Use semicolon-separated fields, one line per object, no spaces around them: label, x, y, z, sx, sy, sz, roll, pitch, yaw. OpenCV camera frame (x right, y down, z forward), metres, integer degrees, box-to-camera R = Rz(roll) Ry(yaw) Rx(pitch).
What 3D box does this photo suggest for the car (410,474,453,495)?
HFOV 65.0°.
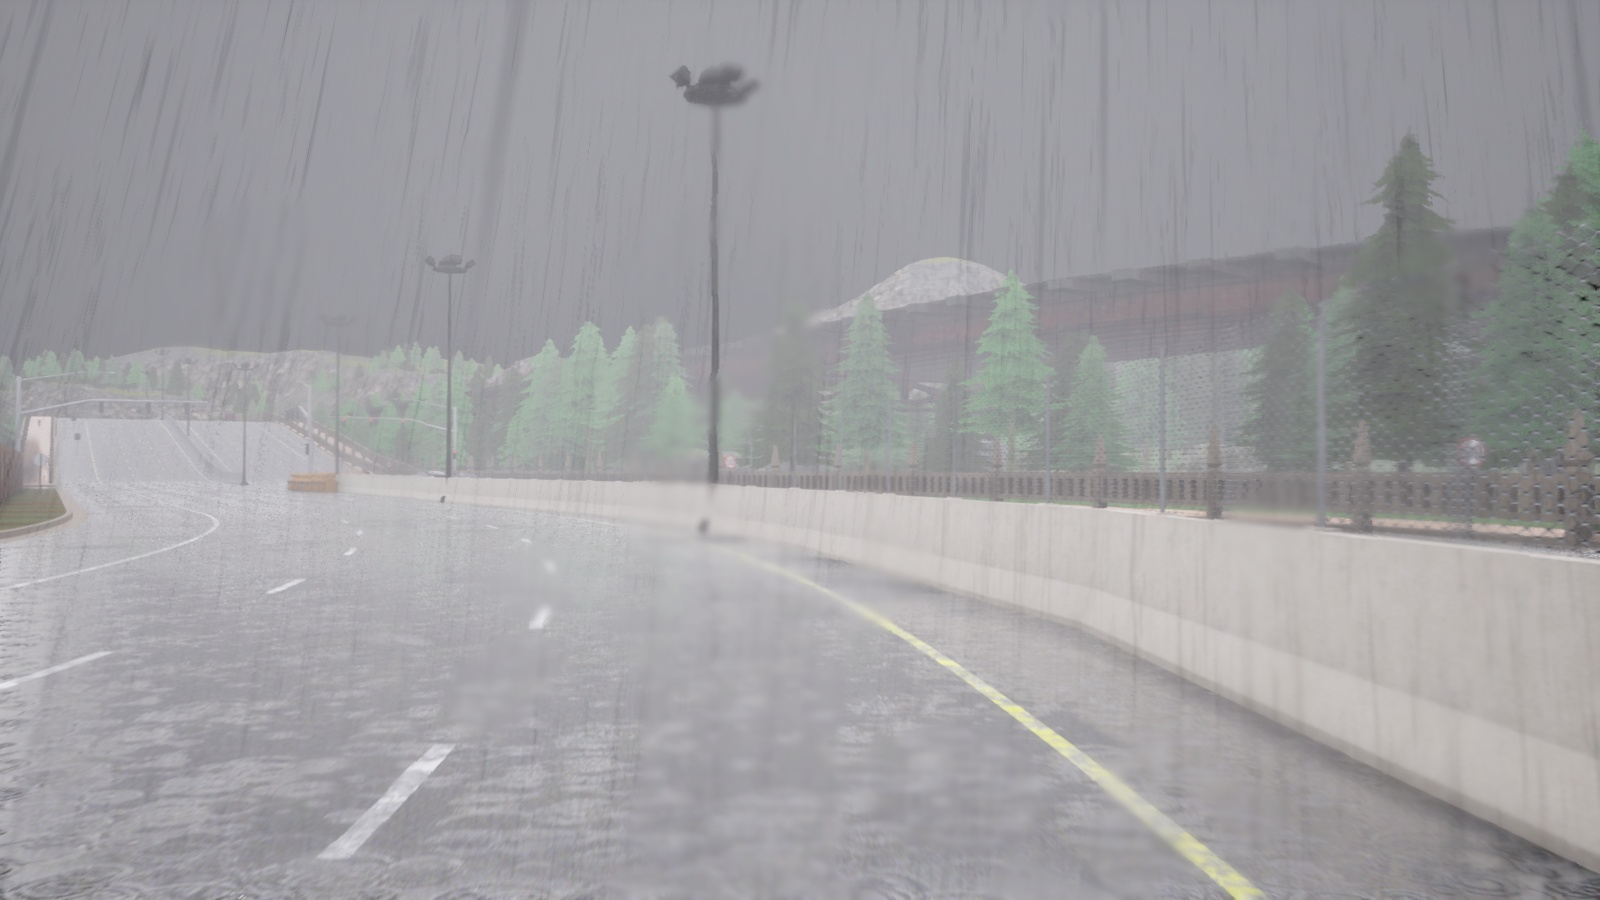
car;-26.784;2.468;91.151;1.837;1.490;4.892;0;-1;-31
